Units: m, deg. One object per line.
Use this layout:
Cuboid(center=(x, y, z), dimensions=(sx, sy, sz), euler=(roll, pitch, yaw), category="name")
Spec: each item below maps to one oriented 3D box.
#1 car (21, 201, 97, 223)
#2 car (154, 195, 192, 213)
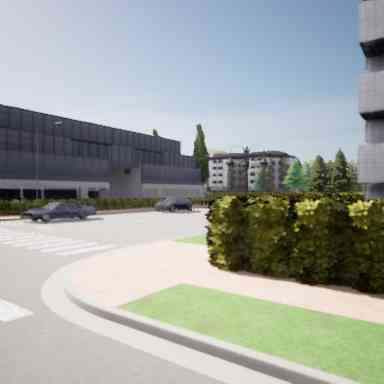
Cuboid(center=(-9.810, 1.419, 24.968), dimensions=(2.033, 1.411, 5.357), euler=(0, 0, 37), category="car")
Cuboid(center=(-1.995, 1.223, 35.907), dimensions=(2.097, 1.767, 4.553), euler=(0, 0, 35), category="car")
